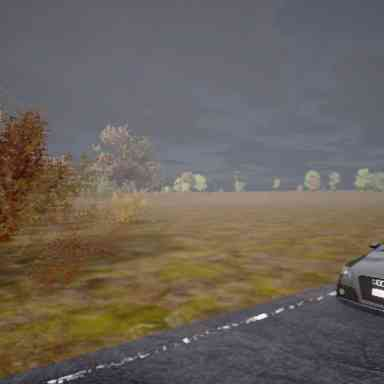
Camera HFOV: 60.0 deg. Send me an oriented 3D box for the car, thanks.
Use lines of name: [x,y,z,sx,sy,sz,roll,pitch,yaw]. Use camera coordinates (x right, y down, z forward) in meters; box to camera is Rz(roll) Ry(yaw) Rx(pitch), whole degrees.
car: [4.857,1.561,6.886,4.181,1.385,1.994,0,0,-36]
